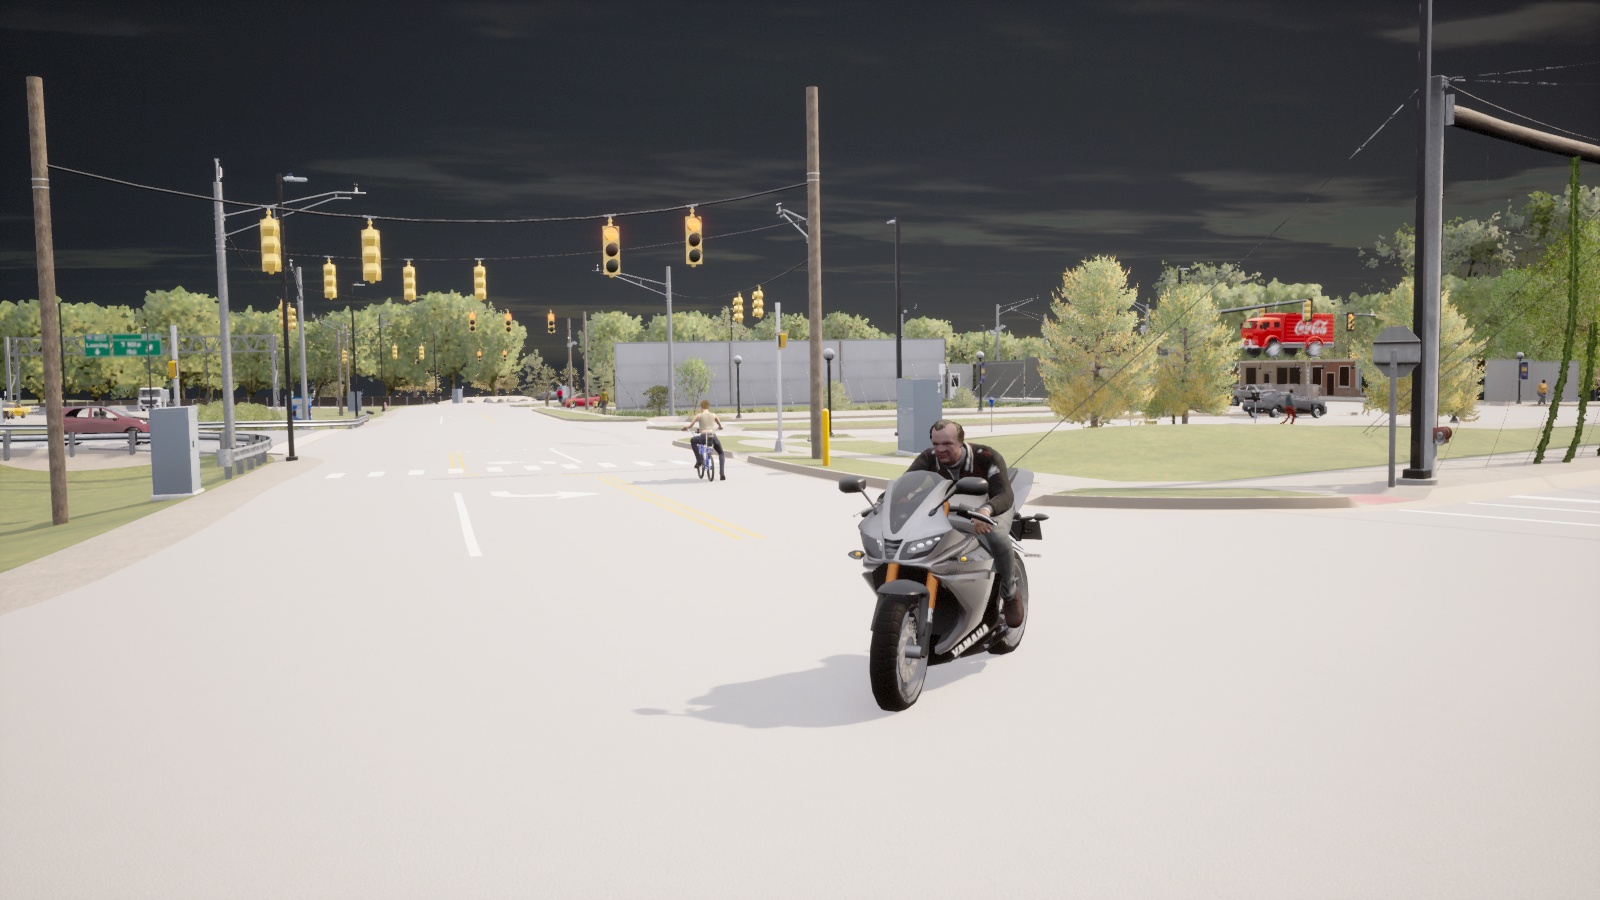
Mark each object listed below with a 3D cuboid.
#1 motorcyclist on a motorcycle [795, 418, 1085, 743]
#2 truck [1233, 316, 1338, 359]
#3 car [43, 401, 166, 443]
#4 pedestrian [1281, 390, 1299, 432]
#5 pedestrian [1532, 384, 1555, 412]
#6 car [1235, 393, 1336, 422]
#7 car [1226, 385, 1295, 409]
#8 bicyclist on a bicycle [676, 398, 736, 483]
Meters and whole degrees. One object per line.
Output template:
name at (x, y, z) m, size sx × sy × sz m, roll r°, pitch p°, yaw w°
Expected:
motorcyclist on a motorcycle at (0.895, 0.607, 7.232) m, size 0.866 × 1.530 × 2.191 m, roll 0°, pitch 3°, yaw 29°
truck at (28.995, -6.728, 75.103) m, size 5.204 × 2.467 × 2.627 m, roll -1°, pitch 6°, yaw -15°
car at (-26.075, -1.087, 47.186) m, size 3.633 × 1.501 × 1.845 m, roll -1°, pitch 3°, yaw -11°
pedestrian at (21.632, -1.735, 55.426) m, size 0.614 × 1.847 × 0.353 m, roll -2°, pitch 4°, yaw -17°
pedestrian at (50.317, -3.510, 85.010) m, size 0.874 × 1.855 × 0.900 m, roll -1°, pitch 4°, yaw -10°
car at (26.547, -2.332, 68.679) m, size 4.902 × 1.511 × 2.128 m, roll -1°, pitch 3°, yaw -20°
car at (33.331, -3.853, 91.029) m, size 2.152 × 1.651 × 5.027 m, roll -2°, pitch 4°, yaw -15°
bicyclist on a bicycle at (-1.886, -0.210, 24.951) m, size 0.866 × 1.612 × 1.509 m, roll -2°, pitch 3°, yaw -16°
